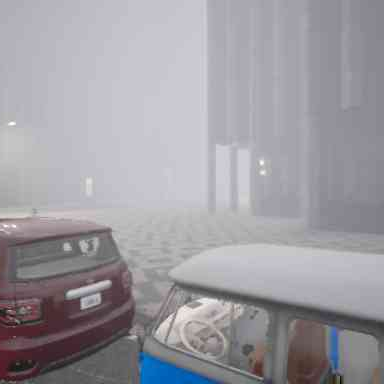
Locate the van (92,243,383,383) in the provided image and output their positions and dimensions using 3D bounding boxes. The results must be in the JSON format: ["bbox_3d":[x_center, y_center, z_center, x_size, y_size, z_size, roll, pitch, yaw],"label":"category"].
[{"bbox_3d":[1.427,1.326,1.943,3.998,1.788,1.690,0,0,35],"label":"van"}]

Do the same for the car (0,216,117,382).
[{"bbox_3d":[-3.089,1.316,5.128,5.009,1.841,2.192,0,0,35],"label":"car"}]
